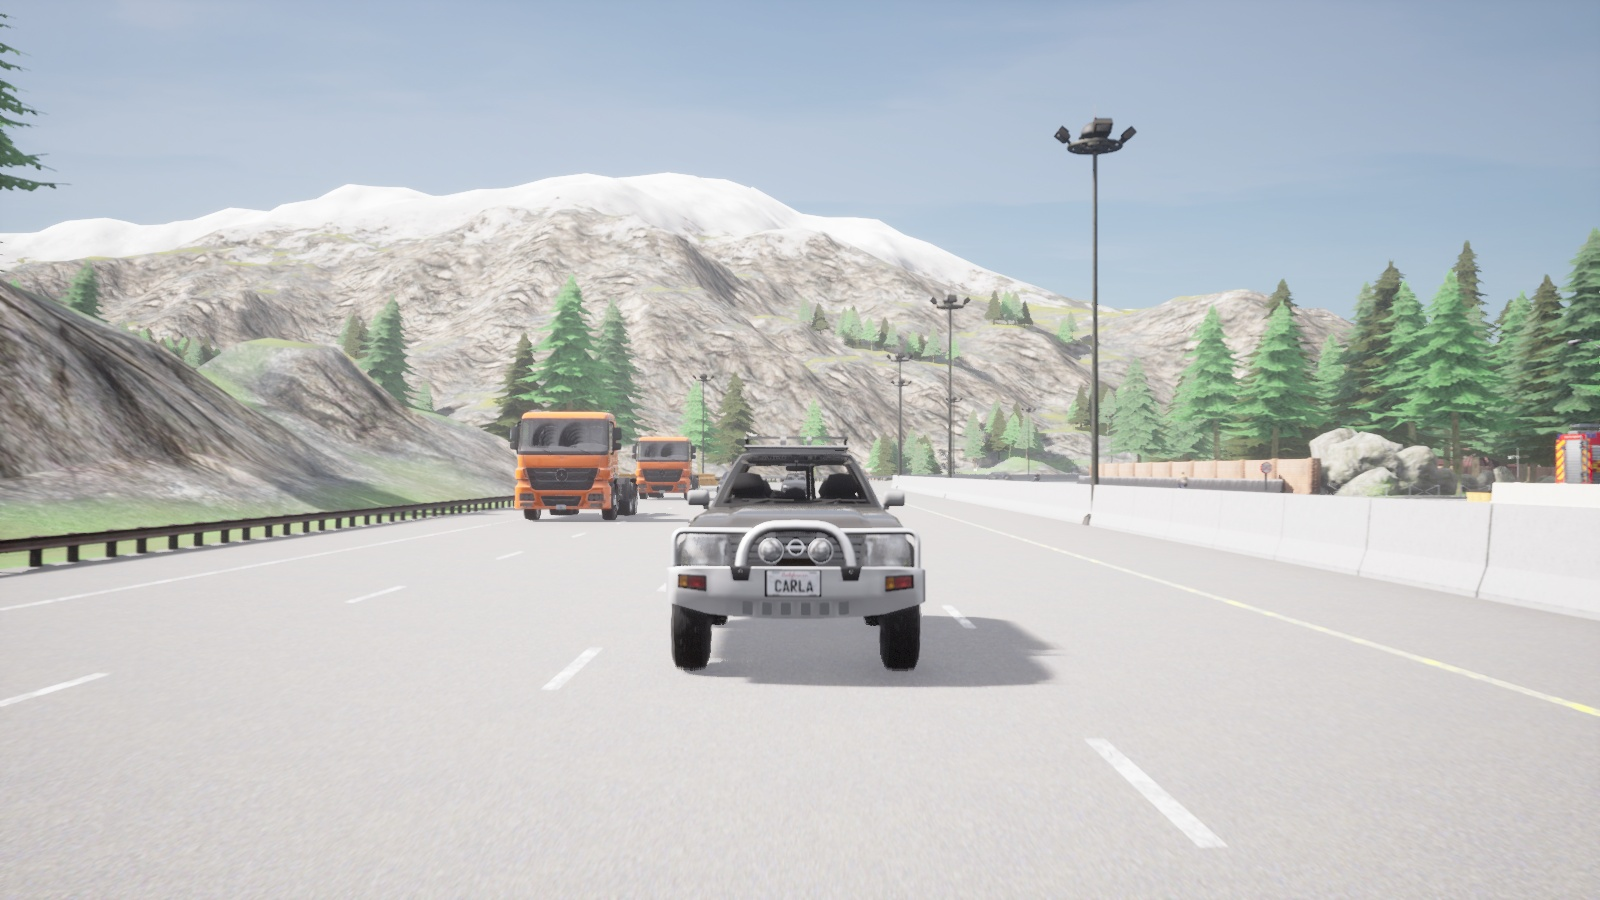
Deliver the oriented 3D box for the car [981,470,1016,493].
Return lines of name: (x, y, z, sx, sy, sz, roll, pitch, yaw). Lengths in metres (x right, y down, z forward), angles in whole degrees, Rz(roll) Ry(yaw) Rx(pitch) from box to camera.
car: (13.788, 2.200, 87.339, 1.789, 1.549, 3.705, 0, -1, 0)

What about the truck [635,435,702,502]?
truck: (-7.172, 1.022, 69.344, 2.891, 3.462, 7.936, 0, -1, 0)

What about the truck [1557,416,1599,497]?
truck: (42.114, 0.313, 61.368, 8.468, 3.827, 2.891, 0, -1, 0)

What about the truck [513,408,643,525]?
truck: (-7.104, 0.553, 41.316, 2.891, 3.462, 7.936, 0, -1, 0)

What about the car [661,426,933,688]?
car: (-0.028, 0.822, 11.269, 1.932, 1.855, 4.605, 0, -2, 0)
